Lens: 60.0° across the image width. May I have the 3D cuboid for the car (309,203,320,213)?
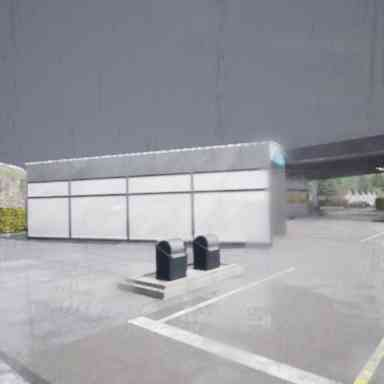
[{"bbox_3d":[18.504,2.630,52.372,2.242,1.667,4.611,-3,-2,40],"label":"car"}]

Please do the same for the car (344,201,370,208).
[{"bbox_3d":[33.907,2.605,68.376,4.902,1.511,2.128,-3,-2,40],"label":"car"}]
